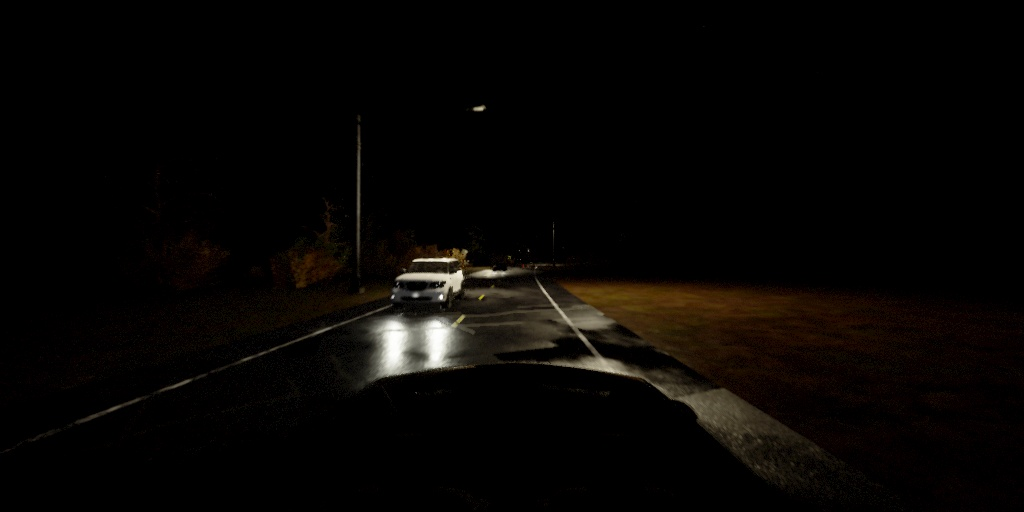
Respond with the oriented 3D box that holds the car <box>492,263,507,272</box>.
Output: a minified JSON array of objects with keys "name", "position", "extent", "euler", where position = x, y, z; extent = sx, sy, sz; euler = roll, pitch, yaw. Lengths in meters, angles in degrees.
[{"name":"car","position":[-1.870,1.745,55.183],"extent":[2.033,1.411,5.357],"euler":[0,0,4]}]

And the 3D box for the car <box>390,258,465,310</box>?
[{"name":"car","position":[-3.470,1.087,15.843],"extent":[2.150,2.045,5.566],"euler":[0,0,1]}]
